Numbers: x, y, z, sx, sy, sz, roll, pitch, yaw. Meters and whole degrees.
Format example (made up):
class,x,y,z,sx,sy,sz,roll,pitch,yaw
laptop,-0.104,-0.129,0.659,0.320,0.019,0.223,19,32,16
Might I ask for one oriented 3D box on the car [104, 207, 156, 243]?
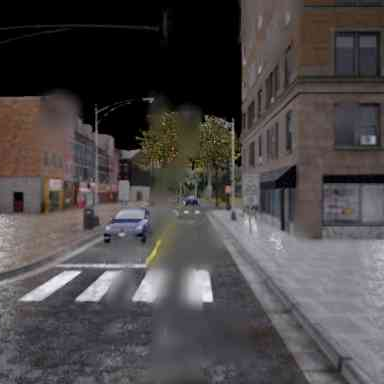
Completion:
class,x,y,z,sx,sy,sz,roll,pitch,yaw
car,-2.847,1.498,16.117,1.812,1.442,4.674,0,0,1

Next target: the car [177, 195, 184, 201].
class,x,y,z,sx,sy,sz,roll,pitch,yaw
car,-2.794,1.455,85.729,2.128,1.511,4.902,0,0,0

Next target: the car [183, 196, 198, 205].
class,x,y,z,sx,sy,sz,roll,pitch,yaw
car,-0.018,1.394,55.284,1.882,1.535,5.008,0,0,0
